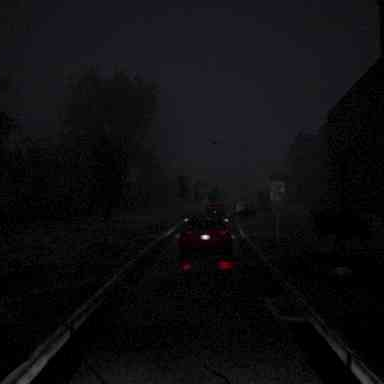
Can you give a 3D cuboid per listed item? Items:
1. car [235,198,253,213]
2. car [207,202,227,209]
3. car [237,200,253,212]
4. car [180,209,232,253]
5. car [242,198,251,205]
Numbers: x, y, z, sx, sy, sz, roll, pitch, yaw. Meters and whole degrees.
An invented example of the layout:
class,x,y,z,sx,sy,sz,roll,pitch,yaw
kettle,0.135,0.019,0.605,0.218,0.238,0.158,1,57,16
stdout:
class,x,y,z,sx,sy,sz,roll,pitch,yaw
car,6.661,1.860,42.037,2.097,1.535,5.008,-1,-1,9
car,2.566,1.758,34.214,2.128,1.511,4.902,0,-1,8
car,7.559,1.970,47.461,2.163,1.488,4.792,0,-1,9
car,0.596,1.606,13.942,1.994,1.385,4.181,0,0,3
car,13.127,2.278,80.202,2.185,1.767,4.553,0,-1,10
